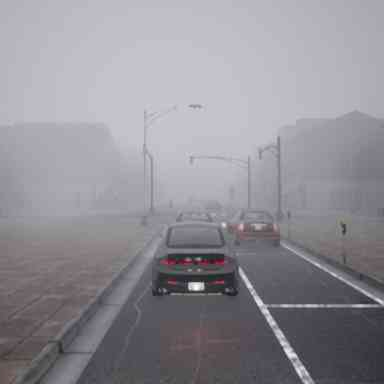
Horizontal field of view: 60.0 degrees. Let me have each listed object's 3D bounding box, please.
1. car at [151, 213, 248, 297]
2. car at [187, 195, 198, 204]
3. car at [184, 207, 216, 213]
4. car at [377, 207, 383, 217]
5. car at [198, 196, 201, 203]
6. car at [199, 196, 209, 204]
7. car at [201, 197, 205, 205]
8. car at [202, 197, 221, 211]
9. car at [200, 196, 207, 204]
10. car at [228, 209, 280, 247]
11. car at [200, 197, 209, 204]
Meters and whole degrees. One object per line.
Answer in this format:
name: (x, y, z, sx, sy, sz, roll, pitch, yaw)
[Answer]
car: (0.051, 1.518, 8.627, 1.837, 1.490, 4.892, 0, 0, -1)
car: (0.081, 1.607, 72.174, 2.150, 2.045, 5.566, 0, -1, 0)
car: (0.113, 1.631, 16.378, 1.895, 1.301, 4.718, 0, 0, 0)
car: (19.434, 1.590, 30.071, 4.892, 1.490, 1.837, 0, -2, 0)
car: (2.726, 1.874, 63.786, 1.947, 1.339, 4.313, 1, -1, 0)
car: (2.748, 1.790, 80.101, 2.192, 1.841, 5.009, 1, -1, 0)
car: (2.708, 1.738, 47.474, 1.947, 1.339, 4.313, 1, 0, 0)
car: (2.703, 1.702, 42.037, 1.947, 1.339, 4.313, 1, 0, 0)
car: (2.716, 1.739, 53.080, 1.752, 1.417, 4.829, 1, 0, 0)
car: (2.679, 1.468, 15.290, 1.967, 1.590, 4.097, 2, 0, 0)
car: (2.738, 1.944, 74.831, 1.752, 1.417, 4.829, 1, -1, 0)
